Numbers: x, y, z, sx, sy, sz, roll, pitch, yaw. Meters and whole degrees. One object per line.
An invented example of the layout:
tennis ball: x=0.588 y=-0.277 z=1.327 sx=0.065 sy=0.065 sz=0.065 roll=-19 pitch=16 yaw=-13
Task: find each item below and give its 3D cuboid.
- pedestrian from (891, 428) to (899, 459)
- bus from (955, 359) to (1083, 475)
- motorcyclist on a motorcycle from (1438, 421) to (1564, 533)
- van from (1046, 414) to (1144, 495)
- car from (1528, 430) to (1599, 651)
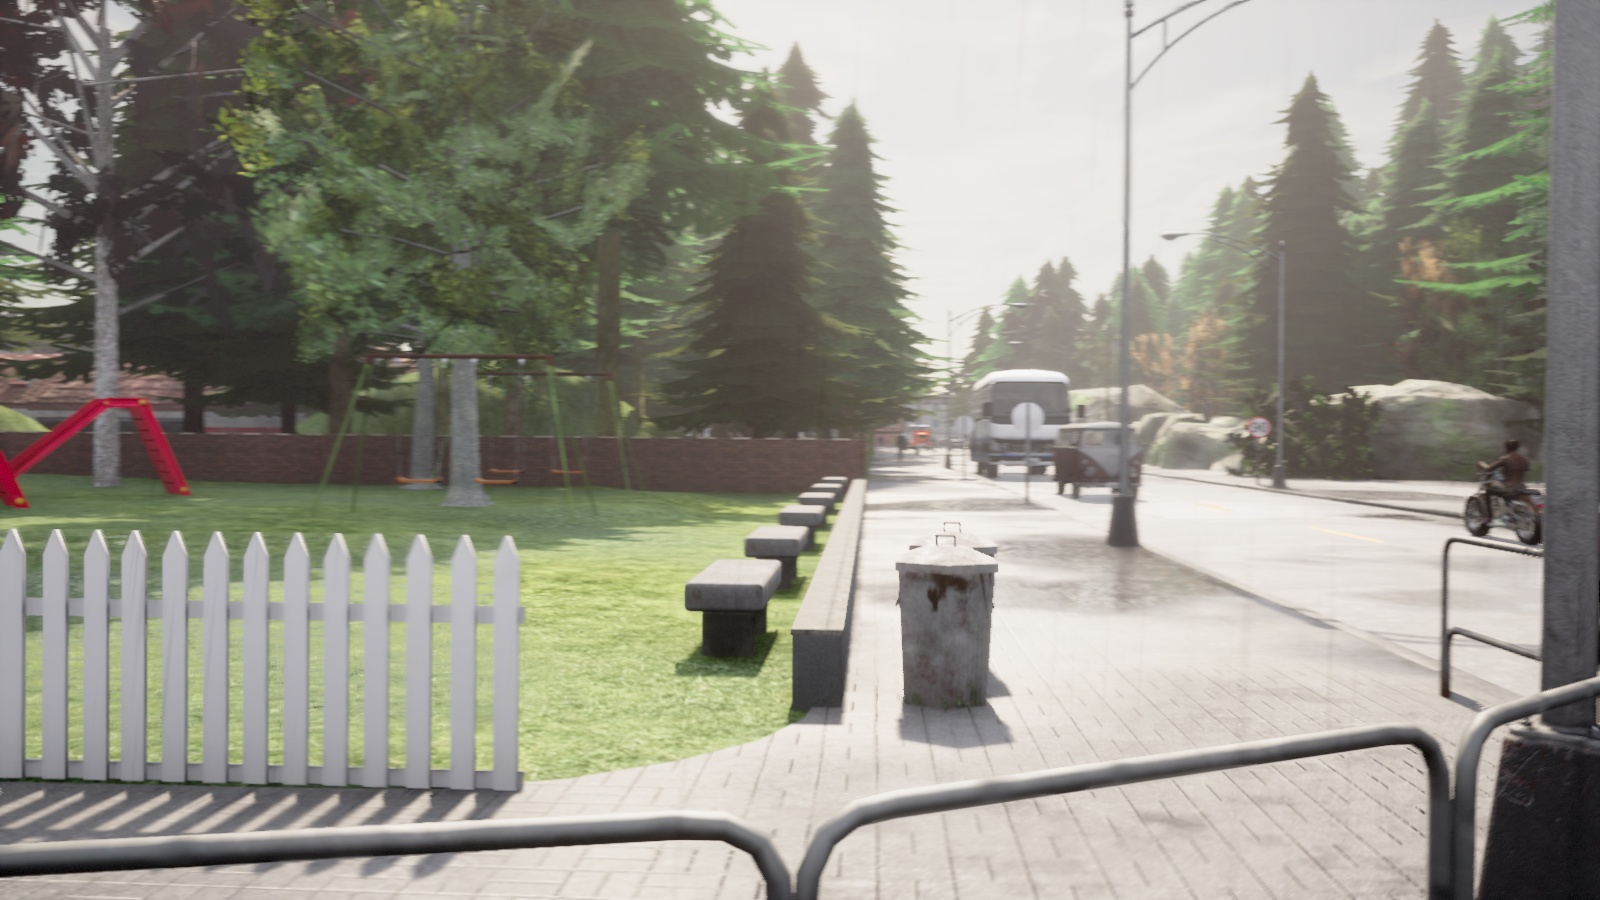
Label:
pedestrian: x=5.743 y=-0.382 z=75.916 sx=0.402 sy=1.842 sz=0.726 roll=-1 pitch=1 yaw=0
bus: x=8.717 y=-1.243 z=51.532 sx=3.944 sy=4.253 sz=10.273 roll=-1 pitch=0 yaw=3
motorcyclist on a motorcycle: x=10.992 y=0.397 z=19.797 sx=0.766 sy=1.649 sz=2.350 roll=-1 pitch=0 yaw=3
van: x=7.724 y=0.096 z=33.265 sx=1.775 sy=1.987 sz=4.442 roll=-1 pitch=1 yaw=3
car: x=6.246 y=0.607 z=7.377 sx=1.970 sy=1.475 sz=3.806 roll=-1 pitch=1 yaw=5
